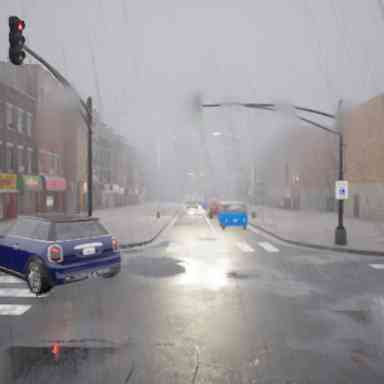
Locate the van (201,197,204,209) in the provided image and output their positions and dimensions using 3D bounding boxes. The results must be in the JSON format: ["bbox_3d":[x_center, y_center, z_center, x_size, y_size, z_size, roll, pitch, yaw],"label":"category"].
[{"bbox_3d":[2.617,1.797,48.451,1.690,1.788,3.998,-1,-1,0],"label":"van"}]

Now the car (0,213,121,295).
[{"bbox_3d":[-4.020,1.359,9.113,4.553,1.767,2.097,1,1,40],"label":"car"}]

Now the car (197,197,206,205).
[{"bbox_3d":[2.613,2.412,90.770,2.192,1.841,5.009,-2,-1,0],"label":"car"}]

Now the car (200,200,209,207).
[{"bbox_3d":[2.622,2.329,69.606,1.802,1.307,4.206,-2,-1,0],"label":"car"}]

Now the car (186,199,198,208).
[{"bbox_3d":[0.002,2.139,62.842,2.128,1.511,4.902,0,-1,0],"label":"car"}]

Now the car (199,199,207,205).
[{"bbox_3d":[2.620,2.459,80.187,1.887,1.381,4.507,-2,-1,0],"label":"car"}]

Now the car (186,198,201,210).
[{"bbox_3d":[0.004,2.113,52.876,1.895,1.301,4.718,0,-1,0],"label":"car"}]

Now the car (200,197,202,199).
[{"bbox_3d":[2.619,1.963,53.739,1.967,1.590,4.097,-1,-1,0],"label":"car"}]

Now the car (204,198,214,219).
[{"bbox_3d":[2.618,1.588,32.581,2.192,1.841,5.009,-1,-1,0],"label":"car"}]

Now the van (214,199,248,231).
[{"bbox_3d":[2.619,1.512,21.999,1.690,1.788,3.998,-1,-1,0],"label":"van"}]
